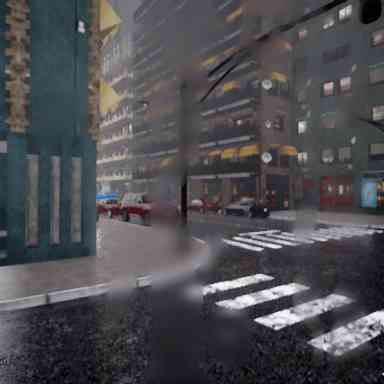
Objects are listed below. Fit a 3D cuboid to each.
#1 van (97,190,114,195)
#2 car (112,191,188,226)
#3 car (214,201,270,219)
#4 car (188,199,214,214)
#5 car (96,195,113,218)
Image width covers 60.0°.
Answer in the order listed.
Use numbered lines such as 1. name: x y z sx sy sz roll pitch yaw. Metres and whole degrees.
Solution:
1. van: -12.346 0.688 48.109 1.690 1.788 3.998 1 0 -36
2. car: -2.735 1.013 20.695 2.192 1.841 5.009 1 0 -36
3. car: 4.054 1.314 25.599 1.947 1.339 4.313 1 0 -36
4. car: 0.773 1.250 30.101 1.802 1.307 4.206 1 0 -36
5. car: -6.022 1.162 25.197 1.887 1.381 4.507 1 0 -36
